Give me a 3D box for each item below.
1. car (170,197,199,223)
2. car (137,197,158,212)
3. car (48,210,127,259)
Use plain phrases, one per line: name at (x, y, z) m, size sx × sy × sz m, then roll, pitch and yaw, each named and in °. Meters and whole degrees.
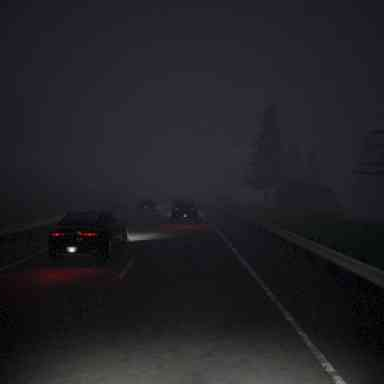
car at (-0.568, 1.328, 23.955) m, size 2.128 × 1.511 × 4.902 m, roll 0°, pitch 0°, yaw -3°
car at (-4.685, 1.255, 35.044) m, size 2.128 × 1.511 × 4.902 m, roll 0°, pitch 0°, yaw -3°
car at (-3.613, 1.423, 12.229) m, size 1.837 × 1.490 × 4.892 m, roll 0°, pitch 0°, yaw -2°
